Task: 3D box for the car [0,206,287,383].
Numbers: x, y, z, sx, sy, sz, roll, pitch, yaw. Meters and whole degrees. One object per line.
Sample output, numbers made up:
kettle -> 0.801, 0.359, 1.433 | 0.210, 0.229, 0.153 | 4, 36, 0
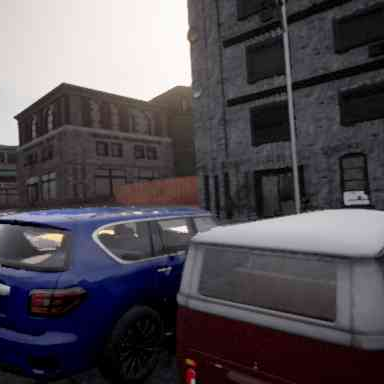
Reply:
car -> -0.583, 1.263, 5.769 | 2.435, 2.045, 5.566 | -1, 0, 35
